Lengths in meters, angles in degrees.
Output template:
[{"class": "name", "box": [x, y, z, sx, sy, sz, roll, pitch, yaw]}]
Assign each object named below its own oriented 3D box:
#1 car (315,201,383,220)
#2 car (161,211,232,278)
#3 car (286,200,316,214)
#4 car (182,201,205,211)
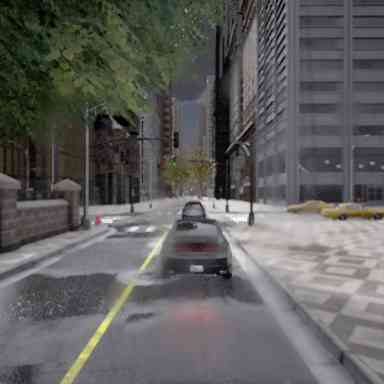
[{"class": "car", "box": [12.394, 1.452, 25.505, 4.829, 1.417, 1.752, -1, 1, 0]}, {"class": "car", "box": [0.115, 1.558, 10.276, 1.837, 1.490, 4.892, 0, 0, 0]}, {"class": "car", "box": [12.091, 1.476, 34.031, 4.829, 1.417, 1.752, -1, 1, 0]}, {"class": "car", "box": [0.145, 1.585, 28.509, 2.033, 1.649, 4.856, 0, 0, 0]}]
